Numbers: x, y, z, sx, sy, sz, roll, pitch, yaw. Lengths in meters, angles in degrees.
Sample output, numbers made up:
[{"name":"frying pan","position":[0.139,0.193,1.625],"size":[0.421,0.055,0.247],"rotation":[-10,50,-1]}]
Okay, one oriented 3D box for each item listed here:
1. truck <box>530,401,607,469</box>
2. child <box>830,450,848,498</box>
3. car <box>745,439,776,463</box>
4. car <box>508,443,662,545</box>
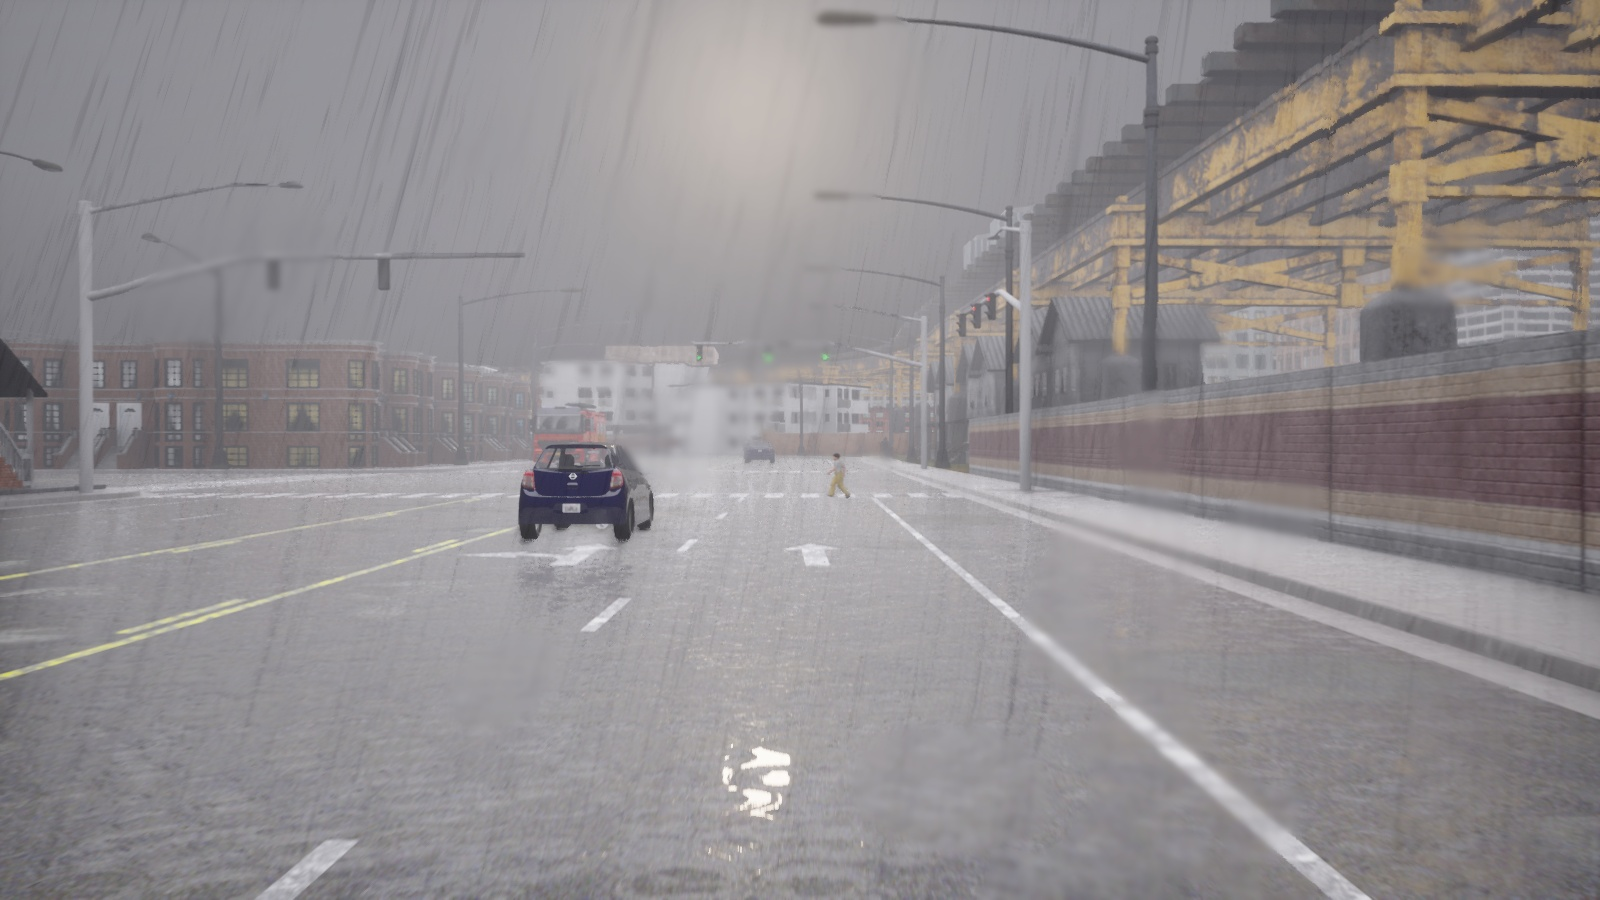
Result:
[{"name":"truck","position":[-13.551,-0.847,74.222],"size":[2.891,3.827,8.468],"rotation":[0,0,0]},{"name":"child","position":[1.046,0.635,33.602],"size":[0.437,1.263,0.270],"rotation":[0,0,9]},{"name":"car","position":[-2.935,0.071,94.277],"size":[2.097,1.767,4.553],"rotation":[0,0,0]},{"name":"car","position":[-3.367,0.643,20.299],"size":[1.845,1.501,3.633],"rotation":[0,0,0]}]
